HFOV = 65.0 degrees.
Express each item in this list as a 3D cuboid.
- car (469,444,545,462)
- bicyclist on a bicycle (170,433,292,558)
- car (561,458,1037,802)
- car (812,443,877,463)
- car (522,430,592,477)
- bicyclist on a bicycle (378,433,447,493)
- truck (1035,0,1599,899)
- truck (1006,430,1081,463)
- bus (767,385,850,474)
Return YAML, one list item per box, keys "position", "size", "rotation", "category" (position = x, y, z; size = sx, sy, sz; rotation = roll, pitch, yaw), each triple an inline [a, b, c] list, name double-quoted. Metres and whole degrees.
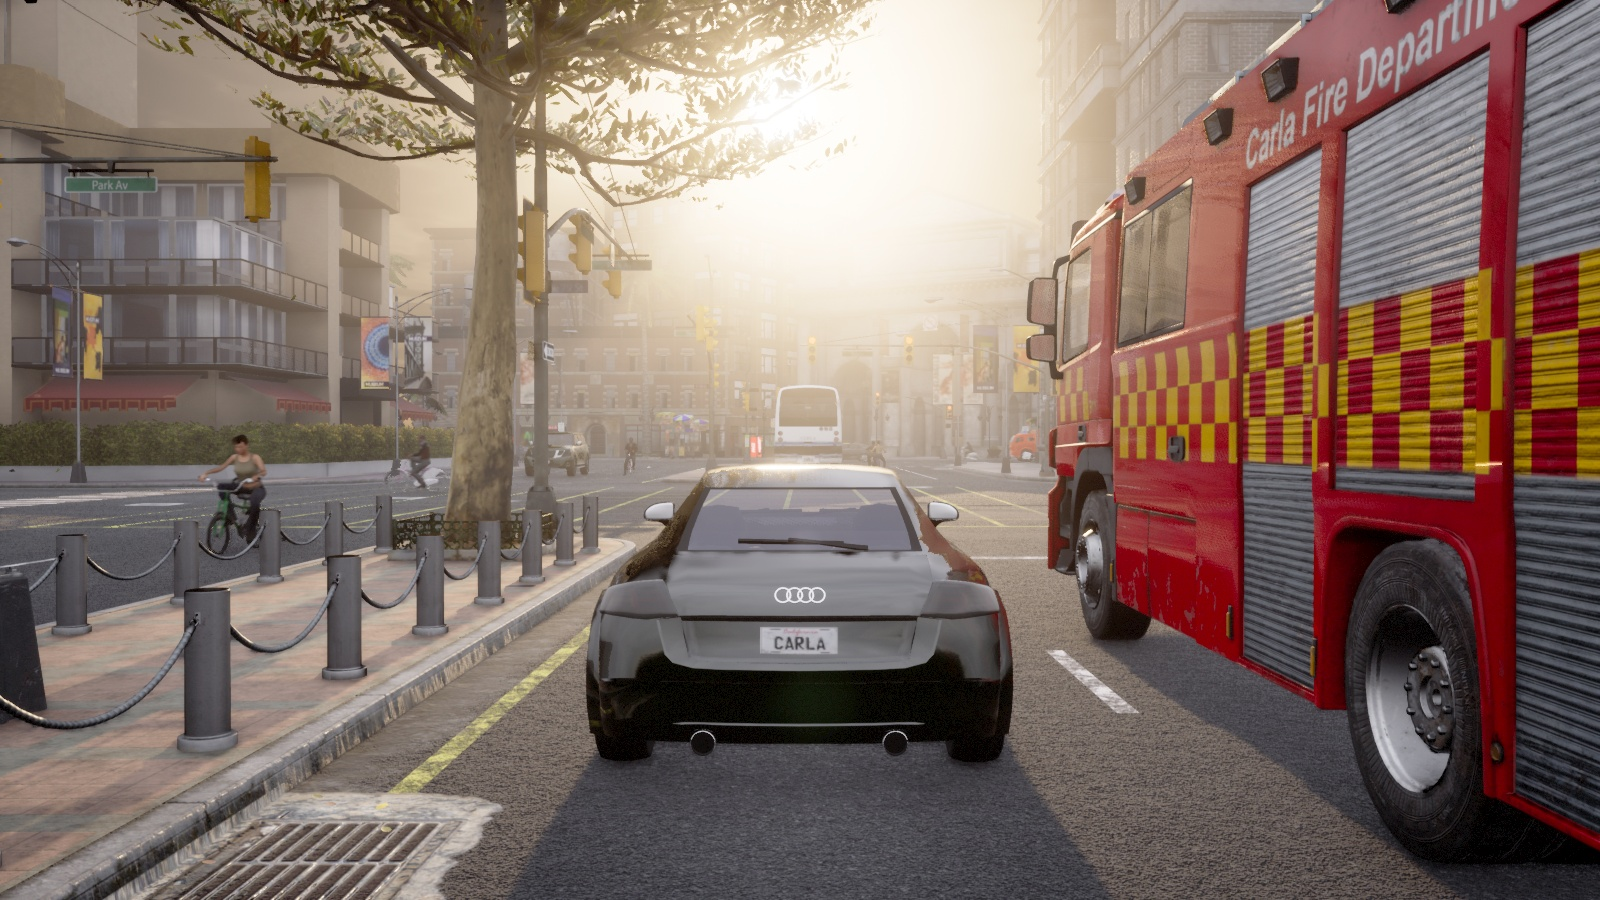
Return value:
- position: [-22.442, 0.233, 96.219]
  size: [5.357, 1.411, 2.033]
  rotation: [0, 0, 1]
  category: "car"
- position: [-7.695, 0.580, 17.068]
  size: [0.866, 1.612, 1.509]
  rotation: [1, 0, 5]
  category: "bicyclist on a bicycle"
- position: [0.005, 0.769, 7.352]
  size: [1.994, 1.385, 4.181]
  rotation: [0, 0, 0]
  category: "car"
- position: [3.352, 0.214, 95.729]
  size: [4.892, 1.490, 1.837]
  rotation: [0, 0, -1]
  category: "car"
- position: [-11.115, 0.130, 57.873]
  size: [2.150, 2.045, 5.566]
  rotation: [0, 0, 0]
  category: "car"
- position: [-11.630, 0.395, 37.706]
  size: [1.843, 1.776, 0.659]
  rotation: [0, 0, 0]
  category: "bicyclist on a bicycle"
- position: [3.562, -0.456, 7.201]
  size: [2.891, 3.827, 8.468]
  rotation: [0, 0, 0]
  category: "truck"
- position: [18.487, -0.265, 95.593]
  size: [5.204, 2.467, 2.627]
  rotation: [0, 0, 1]
  category: "truck"
- position: [0.433, -0.997, 65.120]
  size: [3.944, 4.253, 10.273]
  rotation: [0, 0, 0]
  category: "bus"
